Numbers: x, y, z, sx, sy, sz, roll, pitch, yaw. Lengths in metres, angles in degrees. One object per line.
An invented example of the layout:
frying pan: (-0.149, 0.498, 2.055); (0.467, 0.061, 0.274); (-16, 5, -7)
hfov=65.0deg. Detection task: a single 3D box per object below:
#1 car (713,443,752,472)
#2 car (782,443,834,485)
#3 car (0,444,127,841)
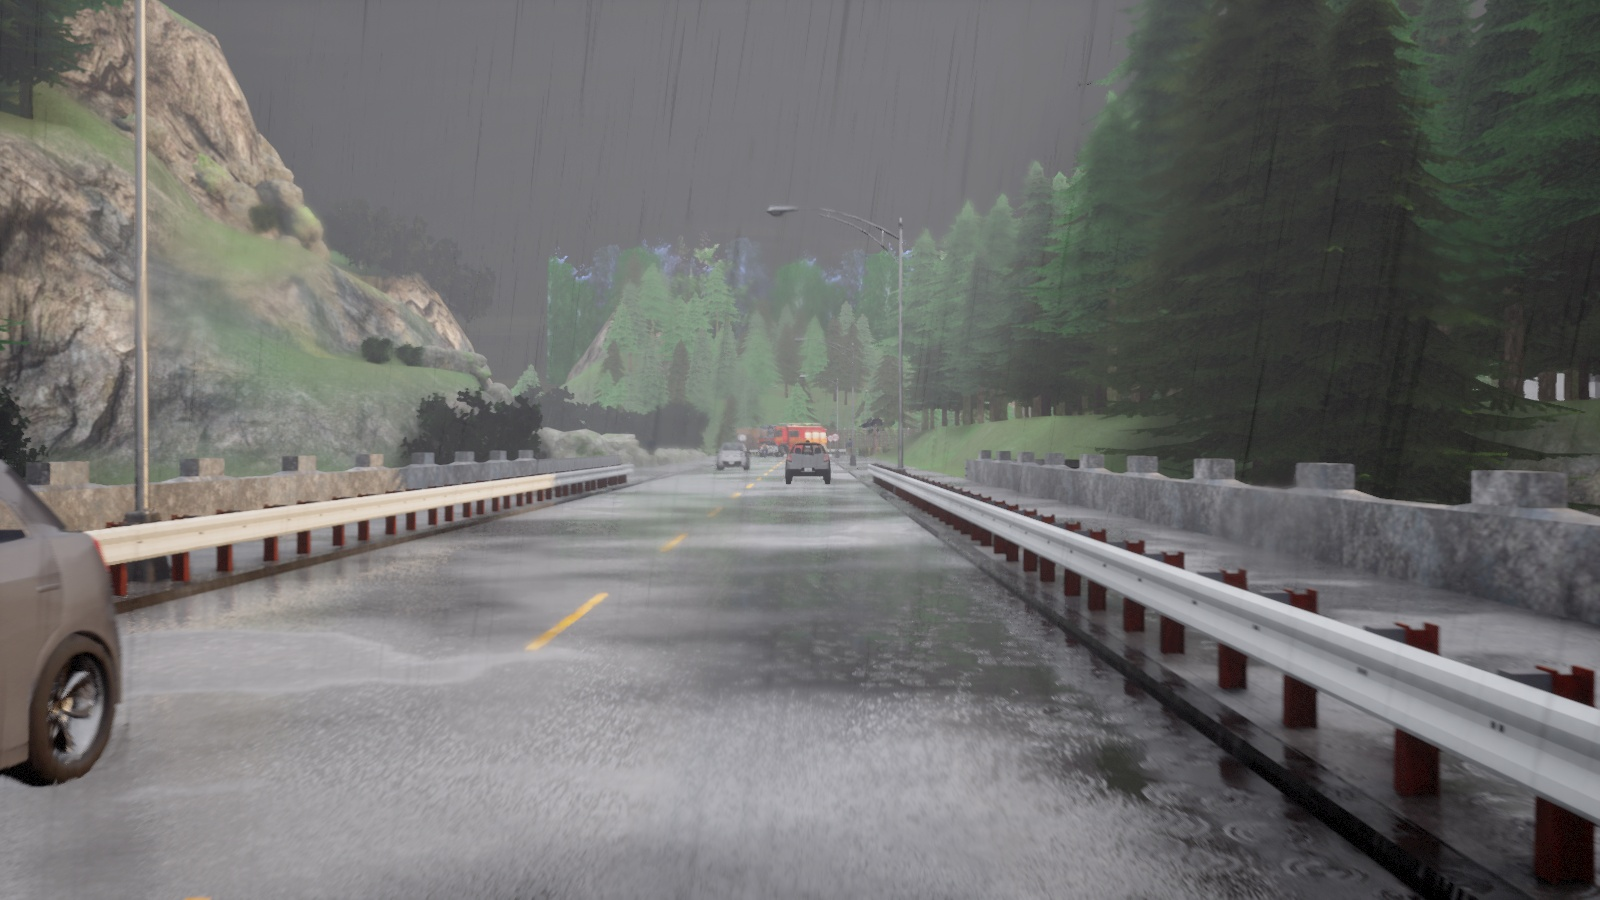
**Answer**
car: (-3.586, 0.378, 67.291); (1.845, 1.501, 3.633); (0, 0, 0)
car: (0.293, 0.499, 46.486); (1.845, 1.501, 3.633); (0, 0, 0)
car: (-3.962, 0.735, 3.836); (1.845, 1.501, 3.633); (0, 0, 0)
